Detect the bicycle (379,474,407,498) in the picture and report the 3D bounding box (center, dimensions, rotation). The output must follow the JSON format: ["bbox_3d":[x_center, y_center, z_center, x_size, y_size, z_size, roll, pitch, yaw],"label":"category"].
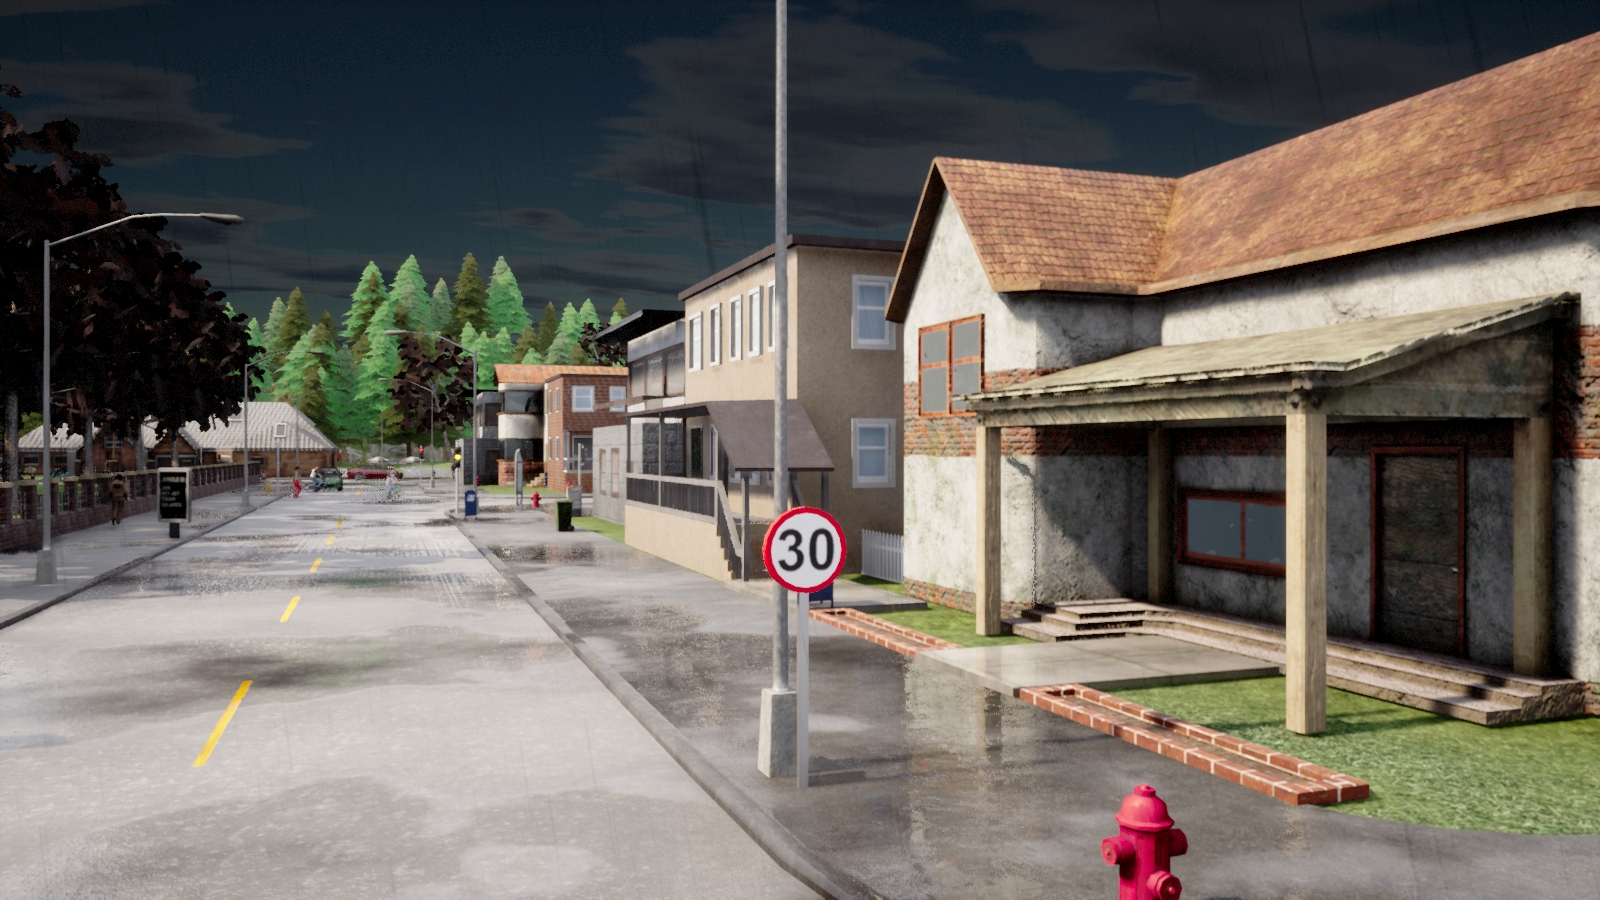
[{"bbox_3d":[-21.997,1.938,61.748,1.643,1.296,0.373,1,-2,28],"label":"bicycle"}]

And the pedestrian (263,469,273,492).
[{"bbox_3d":[-31.245,1.798,67.119,0.375,1.300,0.375,0,0,25],"label":"pedestrian"}]

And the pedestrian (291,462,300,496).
[{"bbox_3d":[-28.413,1.624,64.334,0.375,1.860,0.375,0,0,-38],"label":"pedestrian"}]

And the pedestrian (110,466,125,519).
[{"bbox_3d":[-24.309,1.515,40.686,0.375,1.860,0.375,0,0,-20],"label":"pedestrian"}]
